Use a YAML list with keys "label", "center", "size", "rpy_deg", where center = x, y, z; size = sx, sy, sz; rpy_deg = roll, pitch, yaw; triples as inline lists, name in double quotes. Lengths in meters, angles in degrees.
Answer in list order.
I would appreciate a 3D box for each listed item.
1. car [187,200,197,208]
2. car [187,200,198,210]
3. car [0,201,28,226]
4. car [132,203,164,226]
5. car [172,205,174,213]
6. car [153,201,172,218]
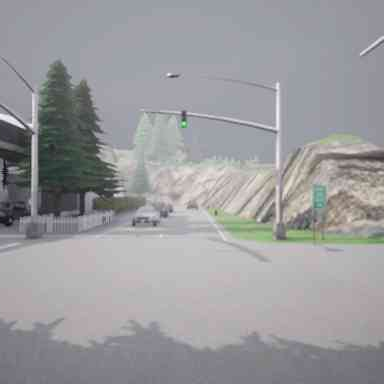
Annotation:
- label: "car"
  center: [-0.010, 2.396, 67.264]
  size: [1.812, 1.442, 4.674]
  rpy_deg: [0, -1, -2]
- label: "car"
  center: [0.104, 2.286, 57.016]
  size: [2.033, 1.411, 5.357]
  rpy_deg: [0, -1, 0]
- label: "car"
  center: [-14.526, 1.652, 26.197]
  size: [1.905, 1.878, 3.866]
  rpy_deg: [0, -1, -1]
- label: "car"
  center: [-3.594, 1.872, 26.669]
  size: [1.812, 1.442, 4.674]
  rpy_deg: [0, -1, 0]
- label: "car"
  center: [-3.576, 2.154, 45.530]
  size: [1.994, 1.385, 4.181]
  rpy_deg: [0, -1, 1]
- label: "car"
  center: [-3.590, 1.814, 35.628]
  size: [2.097, 1.767, 4.553]
  rpy_deg: [0, -1, 0]
